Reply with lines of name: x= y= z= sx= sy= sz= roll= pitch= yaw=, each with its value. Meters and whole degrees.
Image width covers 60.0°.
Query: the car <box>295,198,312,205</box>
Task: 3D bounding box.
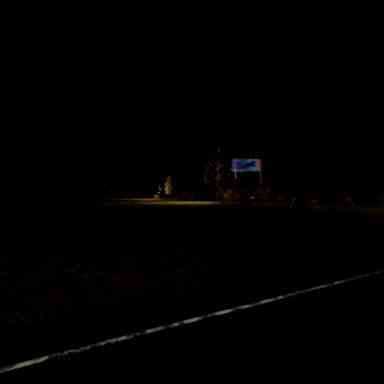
car: x=23.309 y=1.929 z=69.934 sx=2.033 sy=1.411 sz=5.357 roll=0 pitch=-1 yaw=-33

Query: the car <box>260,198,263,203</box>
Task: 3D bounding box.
car: x=15.417 y=1.953 z=82.200 sx=2.128 sy=1.511 sz=4.902 roll=0 pitch=-1 yaw=-33
